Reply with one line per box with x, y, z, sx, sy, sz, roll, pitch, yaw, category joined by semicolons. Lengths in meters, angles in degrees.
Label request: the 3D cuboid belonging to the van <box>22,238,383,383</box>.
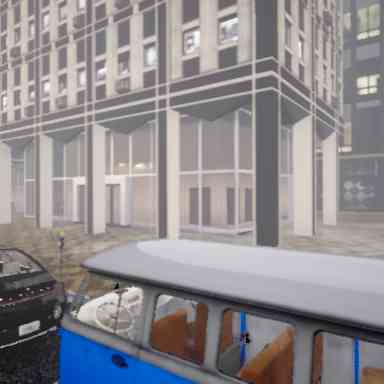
0.674;1.344;2.394;3.998;1.788;1.690;0;0;35;van

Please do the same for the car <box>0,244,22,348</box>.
-3.925;1.572;5.672;4.403;1.369;2.008;0;0;35;car
